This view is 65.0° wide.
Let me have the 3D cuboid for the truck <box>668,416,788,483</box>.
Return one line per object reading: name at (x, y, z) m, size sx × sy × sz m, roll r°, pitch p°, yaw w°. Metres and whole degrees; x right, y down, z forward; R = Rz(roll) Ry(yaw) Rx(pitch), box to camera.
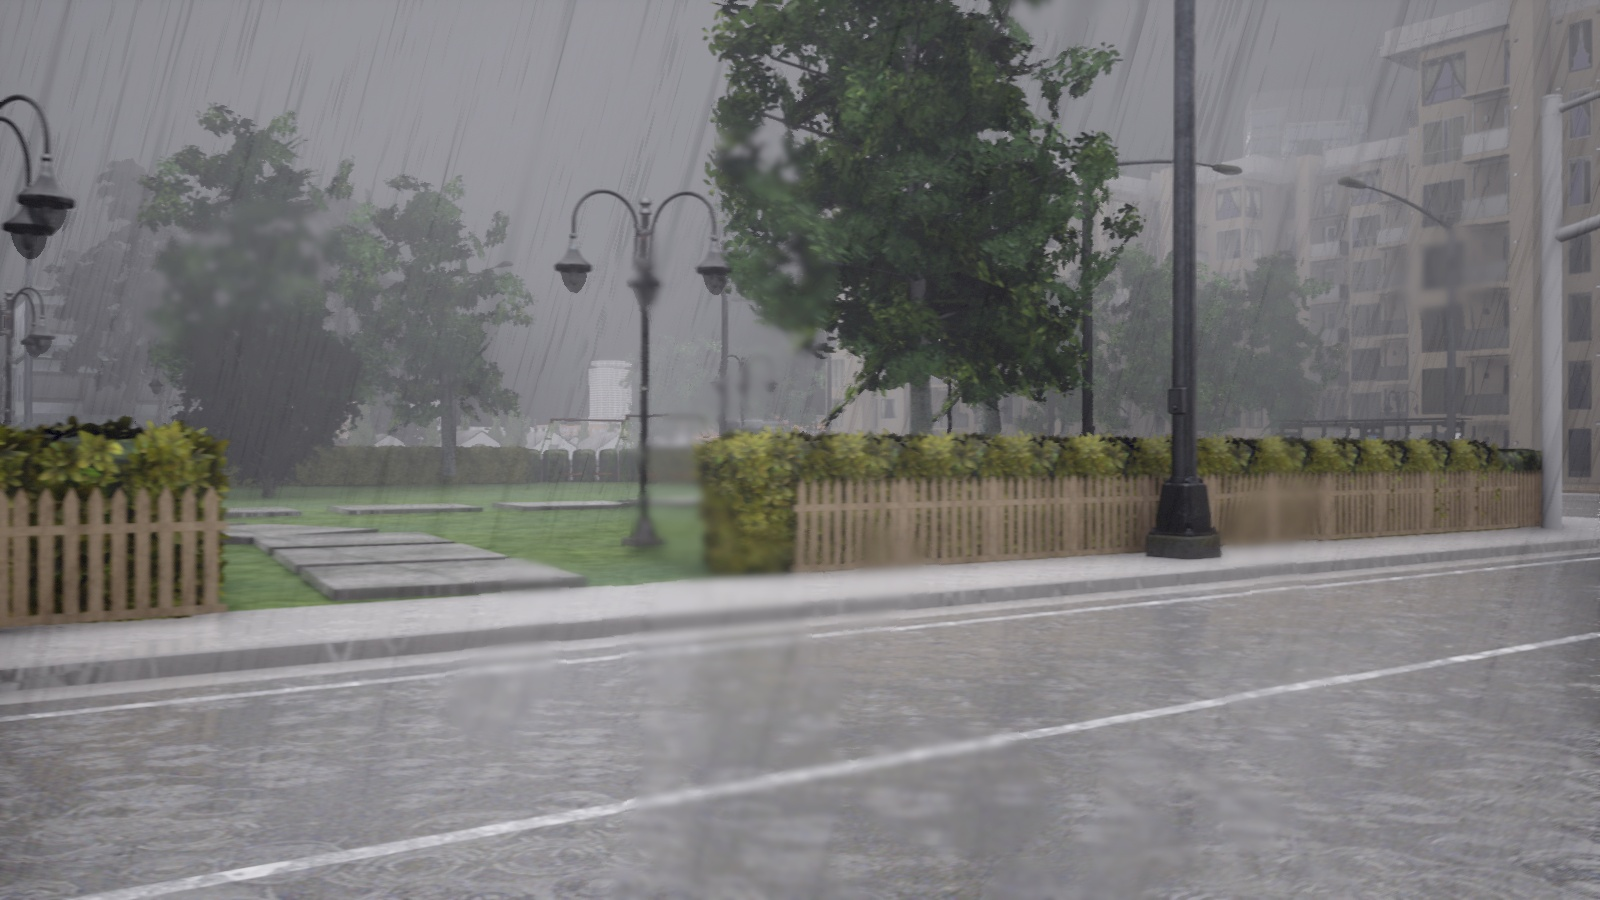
truck at (-4.070, 0.029, 68.853) m, size 2.891 × 3.462 × 7.936 m, roll 0°, pitch -1°, yaw -34°
